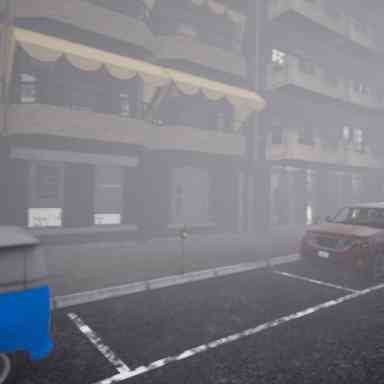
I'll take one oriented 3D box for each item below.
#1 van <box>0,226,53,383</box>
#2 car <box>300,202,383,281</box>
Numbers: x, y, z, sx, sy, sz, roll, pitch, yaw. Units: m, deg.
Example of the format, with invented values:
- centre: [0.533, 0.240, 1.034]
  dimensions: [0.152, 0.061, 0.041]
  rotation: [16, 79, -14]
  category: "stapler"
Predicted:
- centre: [-3.596, 1.348, 3.506]
  dimensions: [3.998, 1.788, 1.690]
  rotation: [0, 2, -35]
  category: "van"
- centre: [5.408, 1.255, 9.929]
  dimensions: [5.009, 1.841, 2.192]
  rotation: [0, 2, -35]
  category: "car"
